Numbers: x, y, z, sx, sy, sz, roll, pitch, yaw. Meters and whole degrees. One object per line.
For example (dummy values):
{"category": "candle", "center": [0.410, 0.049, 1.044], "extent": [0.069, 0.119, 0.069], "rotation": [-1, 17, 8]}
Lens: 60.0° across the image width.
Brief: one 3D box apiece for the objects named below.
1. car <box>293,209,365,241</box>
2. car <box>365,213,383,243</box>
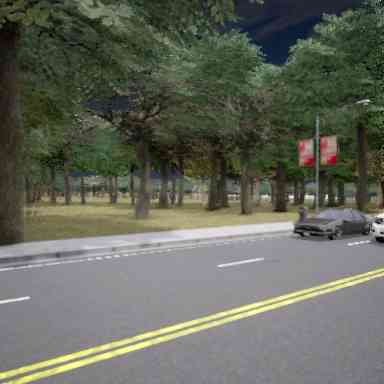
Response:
{"category": "car", "center": [7.502, 1.576, 17.023], "extent": [5.357, 1.411, 2.033], "rotation": [0, 0, -35]}
{"category": "car", "center": [10.500, 1.253, 15.171], "extent": [5.566, 2.045, 2.150], "rotation": [0, 0, -36]}
